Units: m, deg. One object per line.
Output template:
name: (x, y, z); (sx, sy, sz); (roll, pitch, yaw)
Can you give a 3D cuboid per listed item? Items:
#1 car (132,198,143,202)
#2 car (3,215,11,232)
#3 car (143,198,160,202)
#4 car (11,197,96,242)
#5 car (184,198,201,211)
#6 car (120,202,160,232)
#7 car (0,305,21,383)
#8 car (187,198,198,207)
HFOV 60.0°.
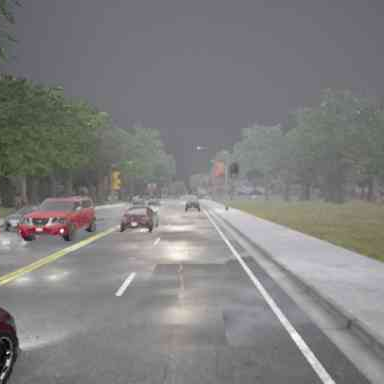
car: (-9.794, 1.839, 61.288); (2.033, 1.411, 5.357); (0, 0, 1)
car: (-9.855, 1.561, 20.921); (2.128, 1.511, 4.902); (0, 0, 0)
car: (-6.561, 1.812, 57.377); (2.033, 1.411, 5.357); (0, 0, 1)
car: (-6.606, 1.278, 17.127); (2.150, 2.045, 5.566); (0, 0, 0)
car: (0.085, 1.676, 43.534); (1.837, 1.490, 4.892); (0, -1, 0)
car: (-3.156, 1.593, 20.423); (1.812, 1.442, 4.674); (0, 0, 0)
car: (-3.152, 1.572, 2.501); (1.994, 1.385, 4.181); (0, 0, 0)
car: (0.081, 1.736, 56.592); (1.882, 1.535, 5.008); (0, 0, 0)
